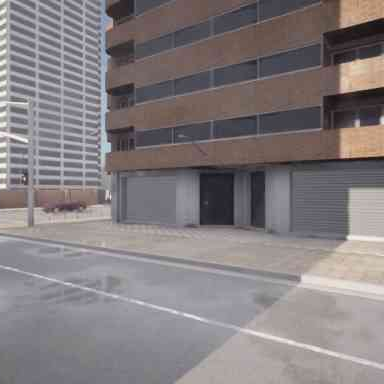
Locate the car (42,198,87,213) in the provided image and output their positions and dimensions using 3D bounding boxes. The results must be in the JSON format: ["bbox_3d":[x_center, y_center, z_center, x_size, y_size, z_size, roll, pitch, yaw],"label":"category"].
[{"bbox_3d":[-14.101,1.478,36.878,1.882,1.535,5.008,0,0,35],"label":"car"}]
